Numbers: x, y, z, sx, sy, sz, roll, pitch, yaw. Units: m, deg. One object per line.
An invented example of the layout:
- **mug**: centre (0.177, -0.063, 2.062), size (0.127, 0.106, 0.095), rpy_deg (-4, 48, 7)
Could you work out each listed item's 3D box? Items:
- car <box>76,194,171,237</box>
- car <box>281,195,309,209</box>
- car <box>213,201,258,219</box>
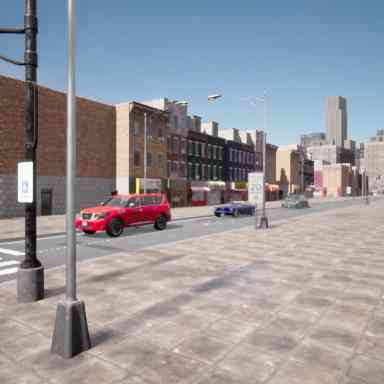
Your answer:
- **car**: centre (-3.415, 1.118, 17.795), size (2.150, 2.045, 5.566), rpy_deg (0, 0, 35)
- **car**: centre (12.437, 1.110, 39.981), size (2.097, 1.767, 4.553), rpy_deg (0, 0, 36)
- **car**: centre (3.672, 1.424, 27.757), size (1.895, 1.301, 4.718), rpy_deg (0, 0, 35)
